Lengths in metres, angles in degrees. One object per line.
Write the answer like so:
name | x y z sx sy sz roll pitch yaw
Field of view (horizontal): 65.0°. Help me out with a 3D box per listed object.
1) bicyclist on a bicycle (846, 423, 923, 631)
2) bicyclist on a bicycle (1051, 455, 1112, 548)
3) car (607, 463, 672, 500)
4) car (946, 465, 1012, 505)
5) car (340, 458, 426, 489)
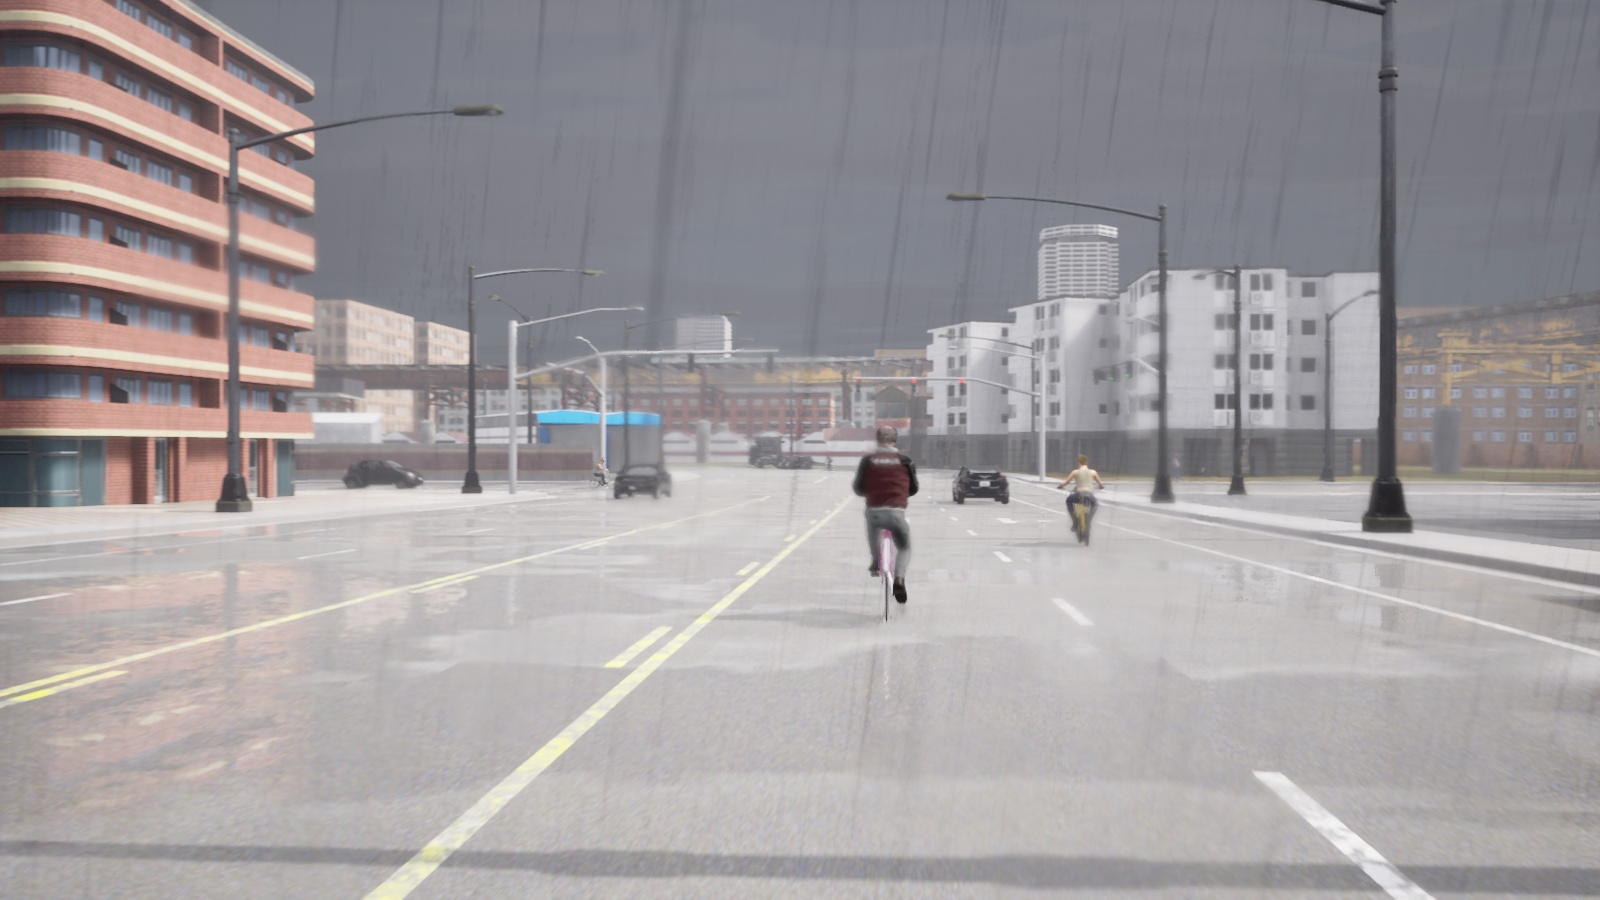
bicyclist on a bicycle | 0.788 0.664 11.675 0.659 1.776 1.843 0 0 4
bicyclist on a bicycle | 5.000 0.896 22.384 0.866 1.612 1.509 0 -1 5
car | -6.768 1.303 53.509 1.882 1.535 5.008 0 -1 3
car | 6.893 1.317 48.683 2.163 1.488 4.792 0 -1 4
car | -22.294 1.243 67.196 3.988 1.617 1.851 0 0 3
